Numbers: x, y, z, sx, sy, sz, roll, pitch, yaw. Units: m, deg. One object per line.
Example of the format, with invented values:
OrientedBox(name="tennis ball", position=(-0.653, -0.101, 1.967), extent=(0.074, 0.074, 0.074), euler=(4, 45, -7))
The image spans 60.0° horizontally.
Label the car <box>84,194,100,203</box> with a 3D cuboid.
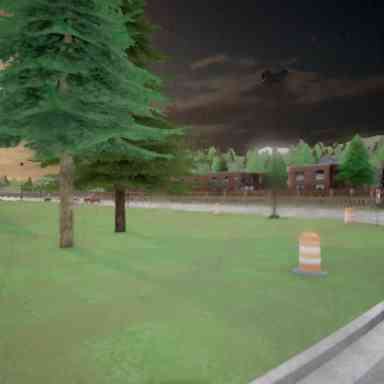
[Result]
OrientedBox(name="car", position=(-24.619, 1.631, 82.017), extent=(2.150, 2.045, 5.566), euler=(0, 0, -38))
